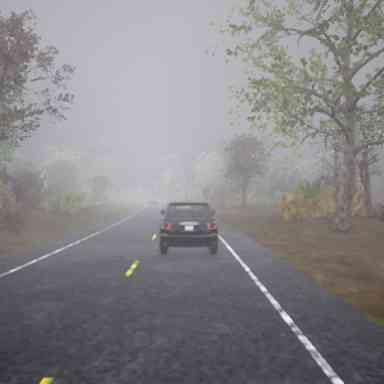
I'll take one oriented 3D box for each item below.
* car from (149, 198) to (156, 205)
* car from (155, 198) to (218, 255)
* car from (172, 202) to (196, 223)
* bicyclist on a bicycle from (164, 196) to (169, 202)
[{"bbox_3d":[-8.249,1.995,71.341,1.882,1.535,5.008,0,0,-7],"label":"car"},{"bbox_3d":[-0.163,1.341,14.071,2.150,2.045,5.566,0,0,-1],"label":"car"},{"bbox_3d":[-0.778,1.729,29.576,1.882,1.535,5.008,0,0,-3],"label":"car"},{"bbox_3d":[-6.504,2.052,89.584,0.582,1.620,1.656,0,-1,-10],"label":"bicyclist on a bicycle"}]
